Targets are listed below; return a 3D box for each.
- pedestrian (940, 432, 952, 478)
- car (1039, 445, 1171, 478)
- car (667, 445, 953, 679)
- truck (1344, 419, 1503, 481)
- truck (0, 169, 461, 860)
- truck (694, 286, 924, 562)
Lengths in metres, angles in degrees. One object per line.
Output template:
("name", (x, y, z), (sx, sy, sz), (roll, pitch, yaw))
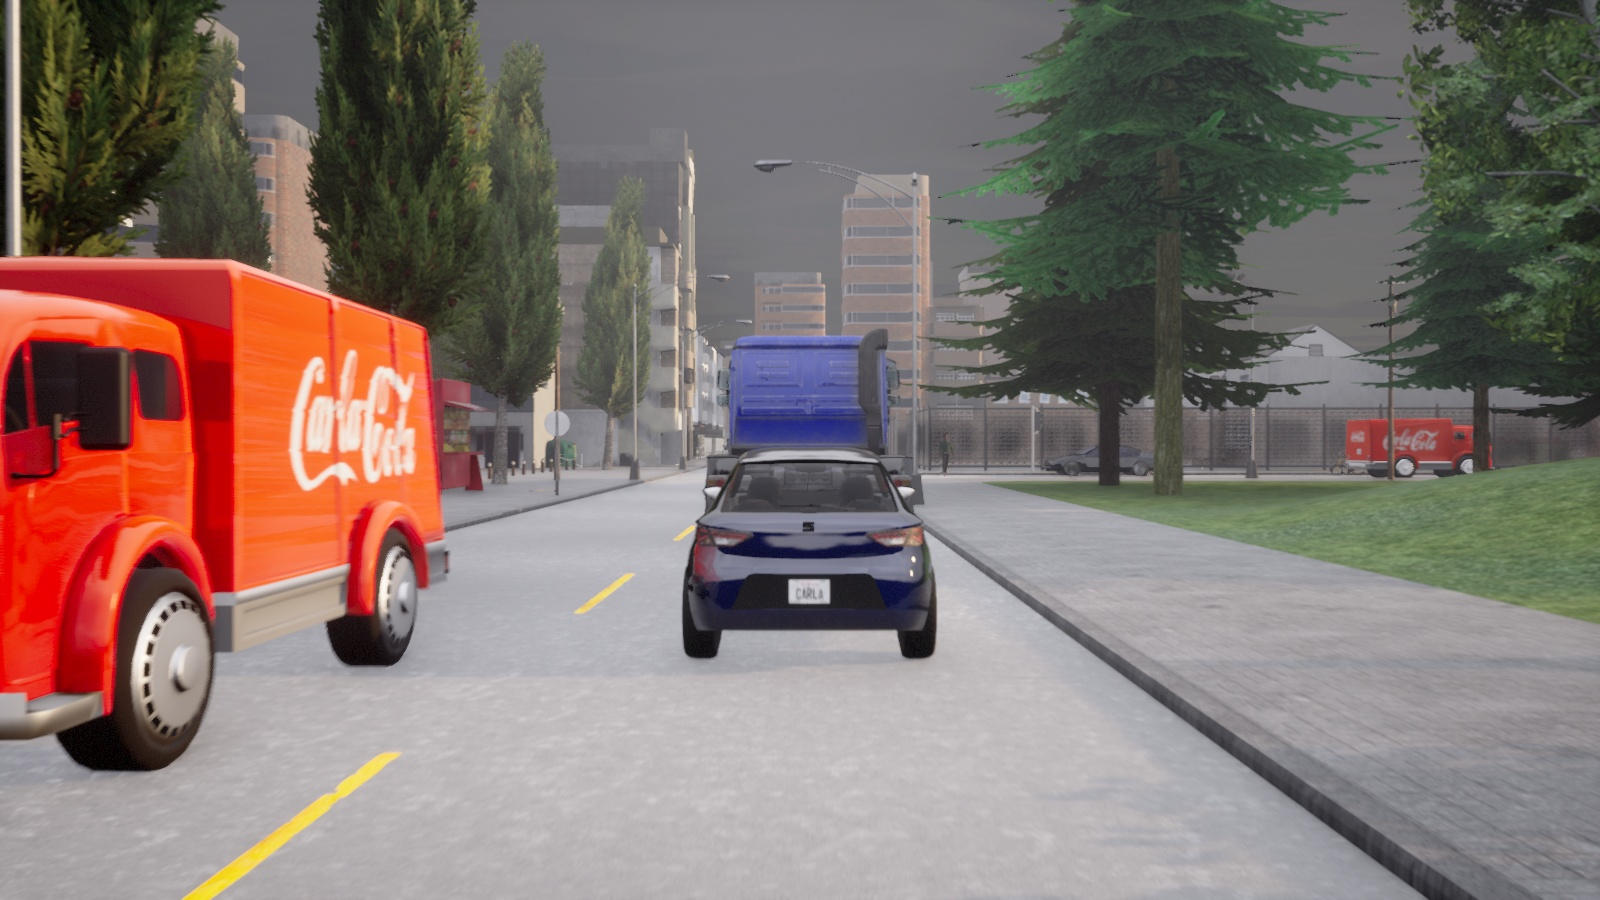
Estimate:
("pedestrian", (6.207, 0.209, 53.531), (0.423, 1.949, 0.788), (0, 0, 0))
("car", (13.417, 0.492, 55.499), (5.357, 1.411, 2.033), (0, 0, 0))
("car", (0.073, 0.703, 10.069), (1.816, 1.474, 4.193), (0, 0, 0))
("truck", (25.448, -0.009, 51.436), (5.204, 2.467, 2.627), (0, 0, 0))
("truck", (-3.944, 0.217, 7.093), (2.627, 2.467, 5.204), (0, 0, 0))
("truck", (0.134, -0.347, 19.757), (2.891, 3.462, 7.936), (0, 0, 0))
